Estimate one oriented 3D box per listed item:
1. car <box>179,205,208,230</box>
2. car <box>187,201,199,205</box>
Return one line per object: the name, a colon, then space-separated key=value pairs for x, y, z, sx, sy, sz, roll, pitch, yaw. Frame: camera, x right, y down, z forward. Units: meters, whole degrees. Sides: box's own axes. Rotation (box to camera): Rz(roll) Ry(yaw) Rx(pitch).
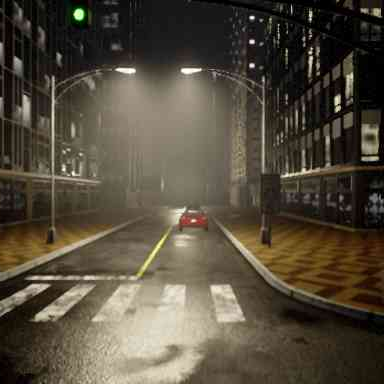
car: x=0.119 y=1.846 z=23.452 sx=1.994 sy=1.385 sz=4.181 roll=0 pitch=-1 yaw=0
car: x=0.137 y=2.108 z=49.012 sx=2.128 sy=1.511 sz=4.902 roll=0 pitch=-1 yaw=0
